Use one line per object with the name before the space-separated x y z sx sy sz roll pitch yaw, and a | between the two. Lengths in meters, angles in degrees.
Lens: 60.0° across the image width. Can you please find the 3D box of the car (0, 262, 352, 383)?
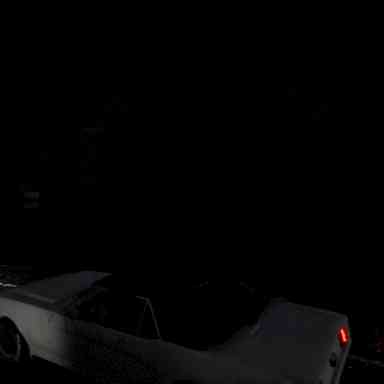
car | -0.645 1.625 4.283 4.718 1.301 1.895 -1 0 32
